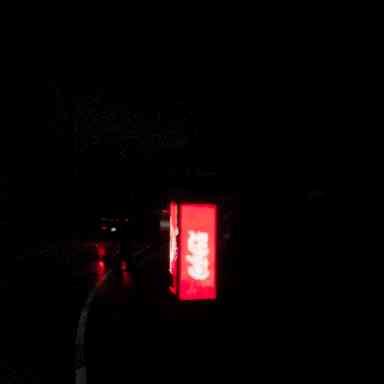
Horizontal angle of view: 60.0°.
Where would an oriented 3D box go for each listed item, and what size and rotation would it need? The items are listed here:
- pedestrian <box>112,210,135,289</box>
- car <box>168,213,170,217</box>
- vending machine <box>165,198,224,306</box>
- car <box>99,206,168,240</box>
[{"bbox_3d":[-1.555,1.272,7.583,0.375,1.860,0.375,0,0,-7],"label":"pedestrian"},{"bbox_3d":[-1.395,1.565,28.560,1.895,1.301,4.718,1,0,2],"label":"car"},{"bbox_3d":[0.020,1.187,7.032,1.100,2.100,0.880,0,0,-10],"label":"vending machine"},{"bbox_3d":[-2.984,1.447,16.885,2.128,1.511,4.902,0,0,10],"label":"car"}]
